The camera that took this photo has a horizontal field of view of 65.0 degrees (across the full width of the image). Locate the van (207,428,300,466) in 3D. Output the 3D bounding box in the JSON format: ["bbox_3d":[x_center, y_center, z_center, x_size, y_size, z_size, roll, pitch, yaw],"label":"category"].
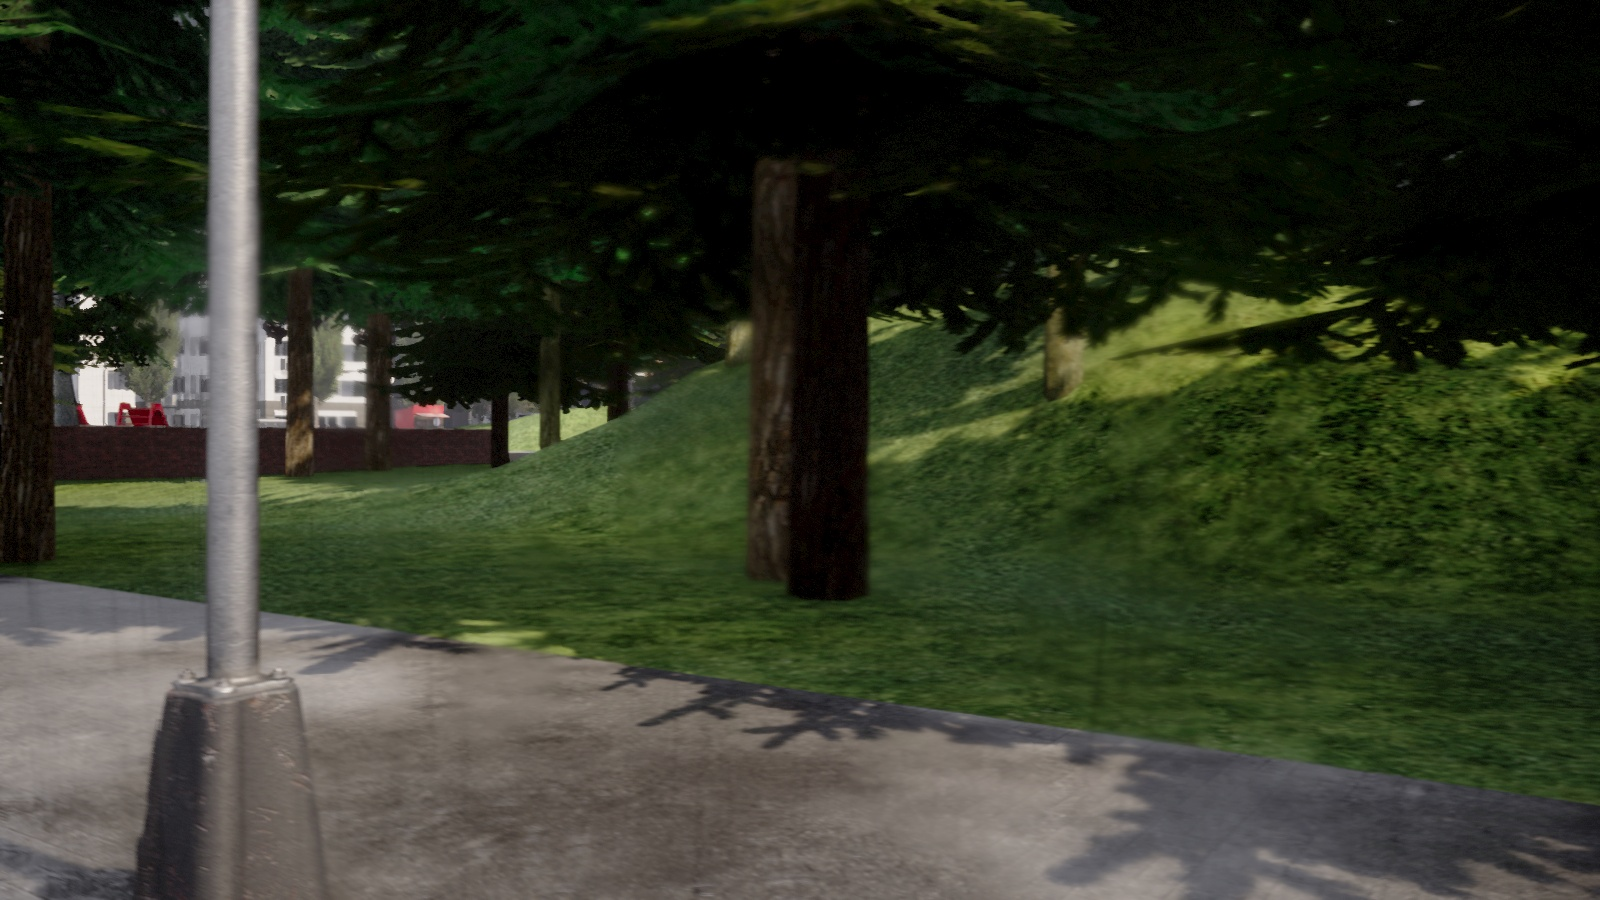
[{"bbox_3d":[-30.049,-0.188,69.194,1.775,1.987,4.442,0,1,34],"label":"van"}]
